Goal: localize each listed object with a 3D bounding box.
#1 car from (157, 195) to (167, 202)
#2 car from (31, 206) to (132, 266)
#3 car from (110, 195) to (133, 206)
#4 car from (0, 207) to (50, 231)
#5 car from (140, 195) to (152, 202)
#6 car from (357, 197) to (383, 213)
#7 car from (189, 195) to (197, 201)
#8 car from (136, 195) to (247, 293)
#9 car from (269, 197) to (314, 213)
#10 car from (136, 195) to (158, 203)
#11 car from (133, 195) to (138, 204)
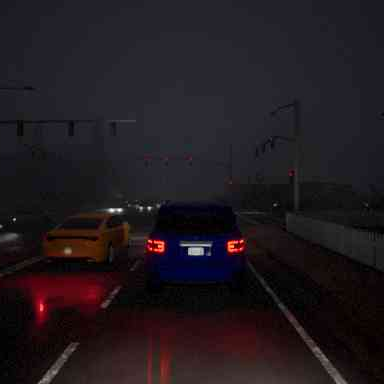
[{"bbox_3d":[-6.823,1.524,75.860,1.812,1.442,4.674,0,0,0],"label":"car"},{"bbox_3d":[-3.397,1.478,11.629,1.882,1.535,5.008,0,0,0],"label":"car"},{"bbox_3d":[-10.484,1.491,48.217,2.128,1.511,4.902,0,0,0],"label":"car"},{"bbox_3d":[-10.552,1.601,20.593,1.895,1.301,4.718,0,0,0],"label":"car"},{"bbox_3d":[-10.325,1.478,74.746,1.882,1.535,5.008,0,0,0],"label":"car"},{"bbox_3d":[20.513,1.352,36.282,4.553,1.767,2.097,0,0,-1],"label":"car"},{"bbox_3d":[0.208,1.540,88.996,2.033,1.411,5.357,0,0,0],"label":"car"},{"bbox_3d":[0.083,1.221,9.007,2.150,2.045,5.566,0,0,0],"label":"car"},{"bbox_3d":[10.731,1.352,36.062,4.553,1.767,2.097,0,0,-1],"label":"car"},{"bbox_3d":[-6.973,1.547,52.215,2.033,1.411,5.357,0,0,0],"label":"car"},{"bbox_3d":[-10.430,1.352,59.687,2.097,1.767,4.553,0,0,0],"label":"car"}]
